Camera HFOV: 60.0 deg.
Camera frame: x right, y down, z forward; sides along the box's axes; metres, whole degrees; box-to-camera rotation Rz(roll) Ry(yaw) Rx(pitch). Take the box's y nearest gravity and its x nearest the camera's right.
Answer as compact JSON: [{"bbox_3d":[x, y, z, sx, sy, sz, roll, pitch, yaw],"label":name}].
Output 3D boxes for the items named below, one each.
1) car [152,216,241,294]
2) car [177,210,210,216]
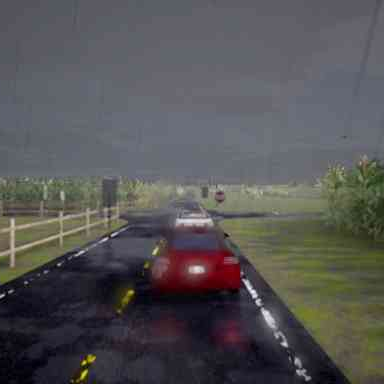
[{"bbox_3d":[0.095,1.572,8.849,1.994,1.385,4.181,0,0,0],"label":"car"},{"bbox_3d":[0.089,1.614,18.372,1.895,1.301,4.718,0,0,0],"label":"car"}]
